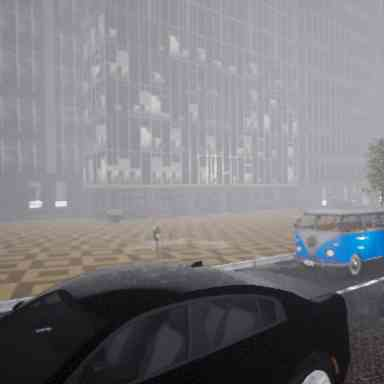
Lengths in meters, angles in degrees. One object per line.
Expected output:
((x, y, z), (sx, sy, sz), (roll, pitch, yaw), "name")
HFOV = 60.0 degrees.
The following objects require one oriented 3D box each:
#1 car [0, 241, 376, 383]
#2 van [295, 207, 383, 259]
((-0.610, 1.479, 2.933), (5.008, 1.535, 1.882), (-1, 0, -36), "car")
((4.795, 1.348, 10.001), (3.998, 1.788, 1.690), (0, -1, -35), "van")
